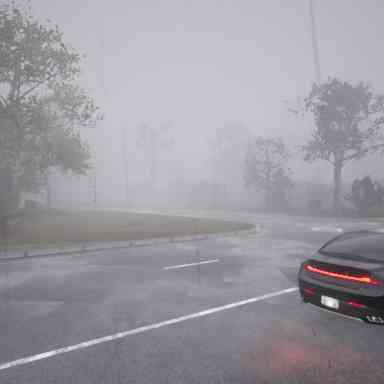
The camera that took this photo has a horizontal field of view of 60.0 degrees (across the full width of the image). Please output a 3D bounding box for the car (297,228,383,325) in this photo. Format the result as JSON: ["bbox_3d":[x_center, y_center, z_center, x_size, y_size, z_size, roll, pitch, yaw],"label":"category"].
[{"bbox_3d":[4.172,1.502,6.694,4.892,1.490,1.837,0,0,-35],"label":"car"}]
